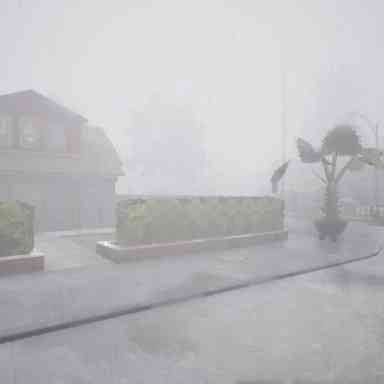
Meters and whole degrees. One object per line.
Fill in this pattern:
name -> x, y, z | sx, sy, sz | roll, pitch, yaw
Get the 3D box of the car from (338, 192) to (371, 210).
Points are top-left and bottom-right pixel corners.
car -> 17.391, 0.985, 36.217 | 3.866, 1.878, 1.905 | 0, 0, 0
